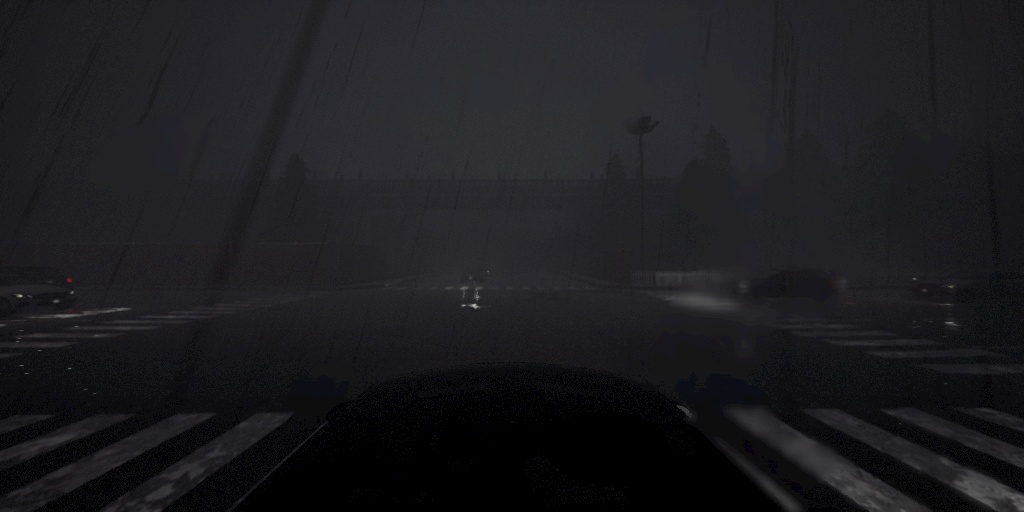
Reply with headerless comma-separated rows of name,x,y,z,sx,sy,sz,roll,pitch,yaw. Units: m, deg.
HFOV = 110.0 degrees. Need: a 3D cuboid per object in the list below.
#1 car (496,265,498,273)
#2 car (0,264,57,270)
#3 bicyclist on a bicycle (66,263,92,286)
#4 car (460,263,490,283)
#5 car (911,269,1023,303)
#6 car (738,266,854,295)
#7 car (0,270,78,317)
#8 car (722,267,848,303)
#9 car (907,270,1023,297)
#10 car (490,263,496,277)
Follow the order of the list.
car,-3.163,1.730,52.371,1.882,1.535,5.008,0,-1,1
car,-23.785,1.241,16.837,4.553,1.767,2.097,0,-1,0
bicyclist on a bicycle,-29.245,1.272,24.160,0.582,1.620,1.656,0,0,0
car,-3.348,1.540,31.481,2.128,1.511,4.902,0,-1,0
car,21.175,1.320,16.153,4.674,1.442,1.812,0,-1,5
car,15.606,1.347,19.890,4.892,1.490,1.837,0,-1,2
car,-18.969,1.369,13.118,4.674,1.442,1.812,0,-1,0
car,12.302,1.342,16.598,4.674,1.442,1.812,0,-1,1
car,24.844,1.419,19.239,4.718,1.301,1.895,0,-1,10
car,-3.278,1.655,41.886,1.837,1.490,4.892,0,-1,1
